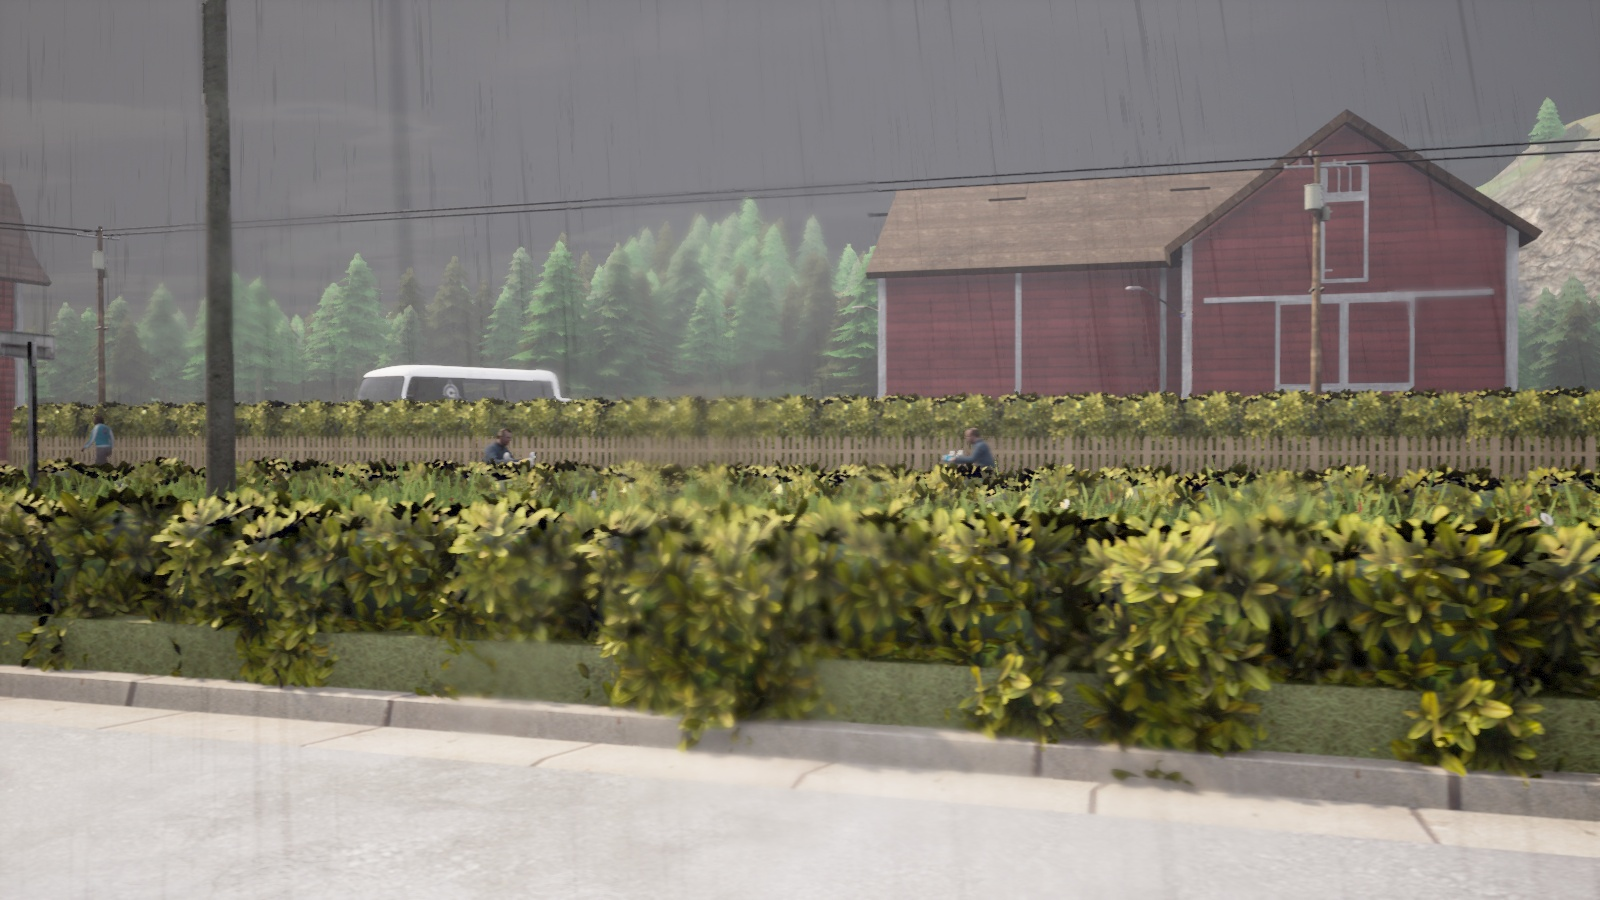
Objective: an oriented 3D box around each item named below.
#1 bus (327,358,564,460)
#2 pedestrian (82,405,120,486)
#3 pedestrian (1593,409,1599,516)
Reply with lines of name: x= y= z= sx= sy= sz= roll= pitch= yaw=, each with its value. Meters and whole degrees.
bus: x=-15.871 y=-1.789 z=57.315 sx=3.944 sy=4.253 sz=10.273 roll=1 pitch=1 yaw=34
pedestrian: x=-16.780 y=-0.116 z=30.137 sx=0.692 sy=1.930 sz=0.396 roll=1 pitch=1 yaw=10
pedestrian: x=13.860 y=0.211 z=21.064 sx=0.869 sy=1.805 sz=0.328 roll=1 pitch=1 yaw=15
